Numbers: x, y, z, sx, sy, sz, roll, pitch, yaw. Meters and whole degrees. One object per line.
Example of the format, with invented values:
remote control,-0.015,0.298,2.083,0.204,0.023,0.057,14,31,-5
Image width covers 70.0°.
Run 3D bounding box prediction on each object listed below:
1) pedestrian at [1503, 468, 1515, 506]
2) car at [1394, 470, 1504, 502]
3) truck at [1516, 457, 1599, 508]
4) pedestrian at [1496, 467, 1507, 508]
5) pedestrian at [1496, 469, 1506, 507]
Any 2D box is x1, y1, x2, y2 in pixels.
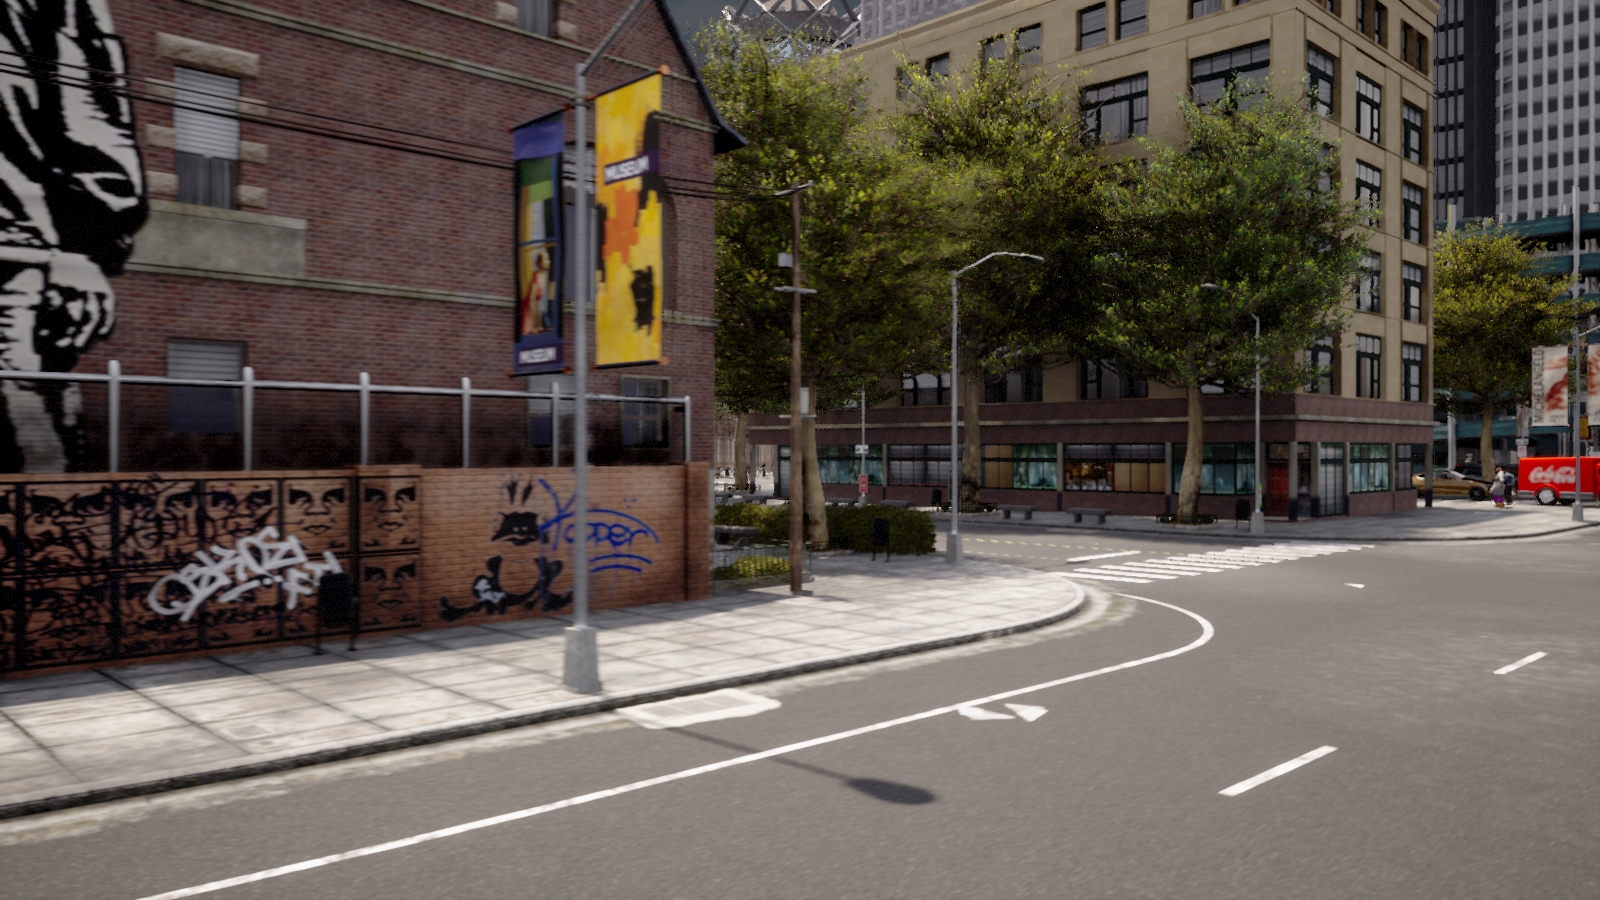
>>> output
pedestrian,35.462,1.855,57.131,0.375,1.860,0.375,0,0,1
car,36.990,2.000,65.211,2.152,1.651,5.027,0,0,-44
truck,39.157,1.581,57.018,2.627,2.467,5.204,0,0,-33
pedestrian,31.779,1.702,51.728,0.375,1.860,0.375,0,0,40
pedestrian,34.548,1.853,56.281,0.375,1.860,0.375,0,0,25
